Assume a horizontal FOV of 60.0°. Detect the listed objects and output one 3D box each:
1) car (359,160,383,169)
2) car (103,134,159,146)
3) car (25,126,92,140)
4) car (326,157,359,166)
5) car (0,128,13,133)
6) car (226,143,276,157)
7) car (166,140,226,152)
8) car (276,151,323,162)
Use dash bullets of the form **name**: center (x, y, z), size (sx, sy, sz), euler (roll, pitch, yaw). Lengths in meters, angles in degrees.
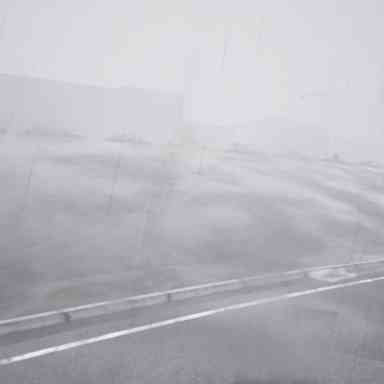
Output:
- **car**: center (20.351, -2.901, 38.732), size (4.892, 1.521, 2.231), euler (3, -1, -26)
- **car**: center (-5.071, -4.001, 27.712), size (4.674, 1.452, 2.002), euler (2, -1, -20)
- **car**: center (-10.287, -4.262, 25.840), size (4.892, 1.521, 2.231), euler (2, -1, -19)
- **car**: center (15.476, -3.086, 36.367), size (4.674, 1.452, 2.002), euler (3, -1, -25)
- **car**: center (-15.513, -4.464, 24.075), size (4.892, 1.521, 2.231), euler (2, -1, -19)
- **car**: center (5.223, -3.713, 31.784), size (4.553, 1.767, 2.185), euler (3, -1, -22)
- **car**: center (0.107, -3.814, 29.697), size (5.008, 1.535, 2.097), euler (3, -1, -21)
- **car**: center (10.464, -3.323, 34.068), size (4.792, 1.488, 2.163), euler (3, -1, -24)
